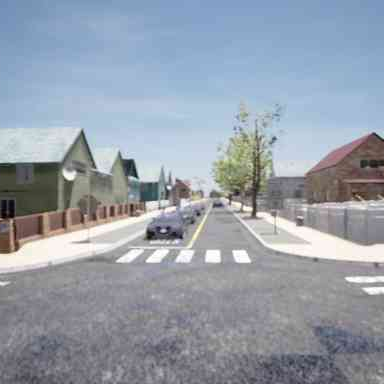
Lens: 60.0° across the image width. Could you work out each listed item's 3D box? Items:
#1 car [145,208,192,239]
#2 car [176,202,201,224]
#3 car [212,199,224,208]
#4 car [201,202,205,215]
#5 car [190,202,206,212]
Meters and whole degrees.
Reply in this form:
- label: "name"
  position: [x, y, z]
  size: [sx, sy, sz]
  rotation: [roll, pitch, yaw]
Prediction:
- label: "car"
  position: [-1.306, 1.825, 19.022]
  size: [1.994, 1.385, 4.181]
  rotation: [0, -1, 5]
- label: "car"
  position: [-0.613, 1.866, 28.177]
  size: [2.128, 1.511, 4.902]
  rotation: [0, -1, 4]
- label: "car"
  position: [4.892, 2.125, 63.037]
  size: [2.097, 1.767, 4.553]
  rotation: [0, -1, 5]
- label: "car"
  position: [0.114, 2.096, 38.000]
  size: [1.895, 1.301, 4.718]
  rotation: [0, -1, 4]
- label: "car"
  position: [1.023, 2.184, 49.792]
  size: [2.033, 1.411, 5.357]
  rotation: [0, -1, 5]
